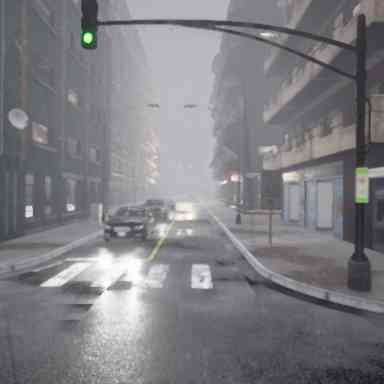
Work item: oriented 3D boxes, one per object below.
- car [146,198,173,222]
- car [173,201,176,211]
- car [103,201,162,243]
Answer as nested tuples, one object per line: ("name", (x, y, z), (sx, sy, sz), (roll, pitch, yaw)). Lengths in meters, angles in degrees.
("car", (-2.845, 1.275, 25.765), (2.097, 1.767, 4.553), (1, 0, 0))
("car", (-2.840, 1.465, 38.327), (1.994, 1.385, 4.181), (1, 0, 0))
("car", (-2.842, 1.435, 15.932), (2.128, 1.511, 4.902), (1, 0, 0))
